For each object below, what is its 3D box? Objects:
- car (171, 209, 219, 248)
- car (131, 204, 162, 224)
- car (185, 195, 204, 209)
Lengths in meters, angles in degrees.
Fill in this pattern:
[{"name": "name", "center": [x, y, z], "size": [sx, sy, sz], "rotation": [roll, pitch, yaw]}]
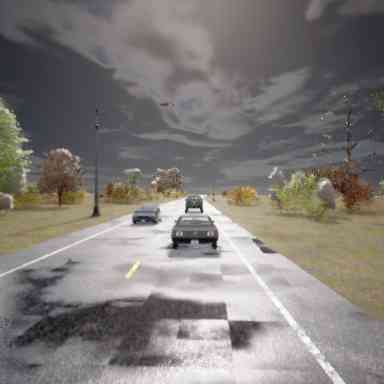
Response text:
[{"name": "car", "center": [0.125, 1.674, 15.215], "size": [1.895, 1.301, 4.718], "rotation": [0, 0, 0]}, {"name": "car", "center": [-3.435, 1.673, 26.227], "size": [2.033, 1.411, 5.357], "rotation": [0, 0, 0]}, {"name": "car", "center": [0.284, 1.426, 42.282], "size": [2.150, 2.045, 5.566], "rotation": [0, 0, 1]}]
